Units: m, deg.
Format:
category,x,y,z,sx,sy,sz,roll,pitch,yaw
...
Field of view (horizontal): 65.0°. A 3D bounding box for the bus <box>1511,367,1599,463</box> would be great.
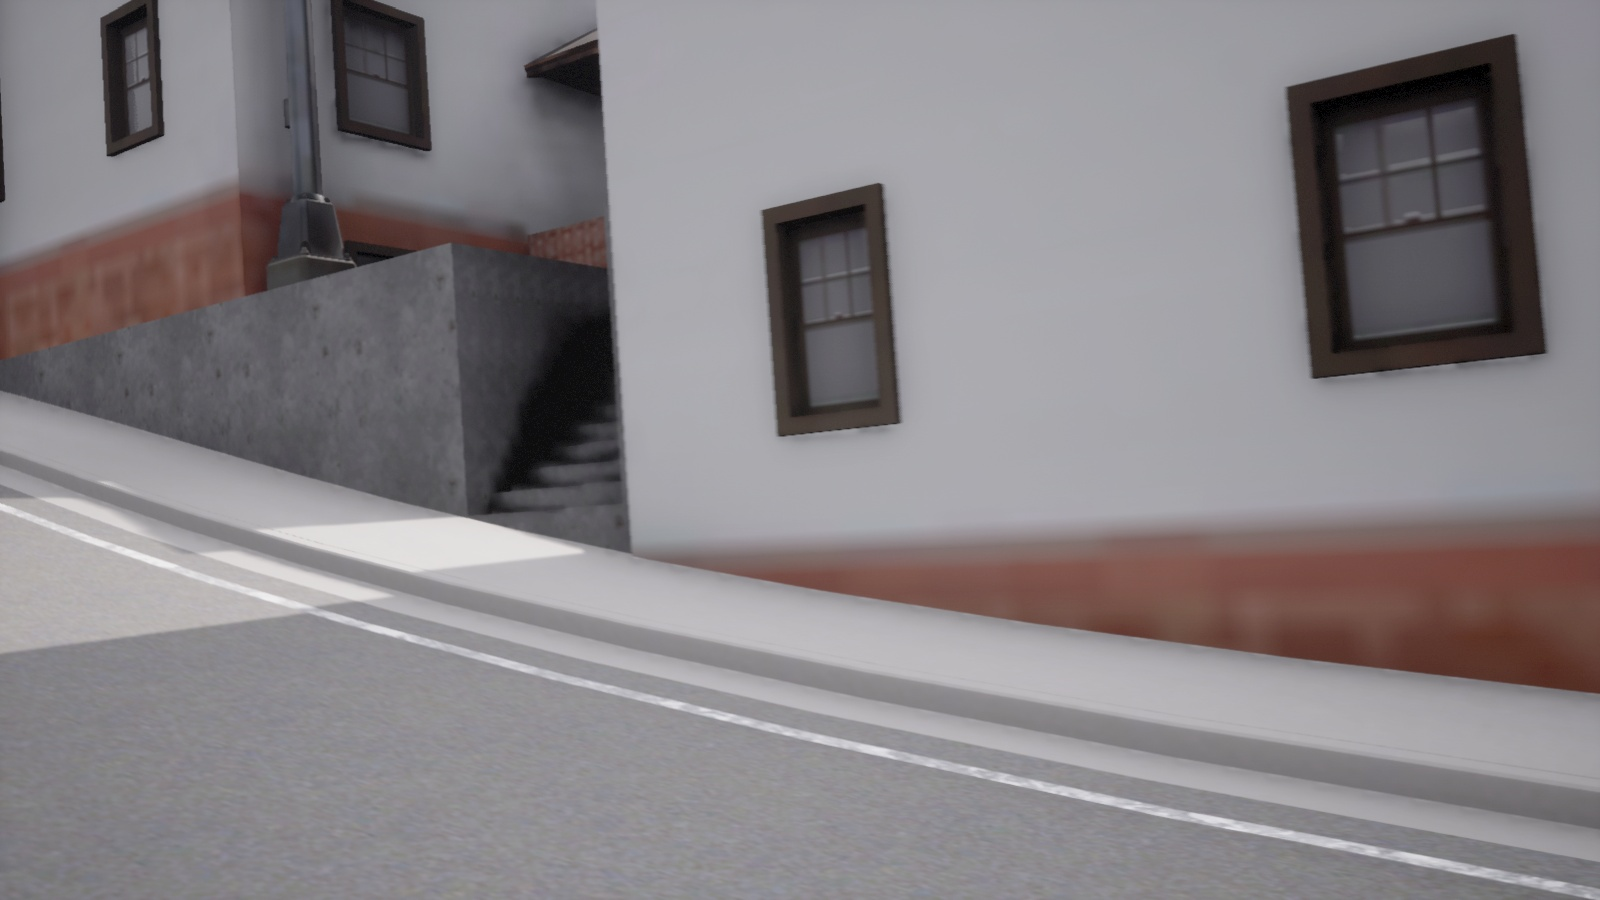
category,x,y,z,sx,sy,sz,roll,pitch,yaw
bus,38.130,-1.471,56.451,10.273,4.253,3.944,3,3,34
